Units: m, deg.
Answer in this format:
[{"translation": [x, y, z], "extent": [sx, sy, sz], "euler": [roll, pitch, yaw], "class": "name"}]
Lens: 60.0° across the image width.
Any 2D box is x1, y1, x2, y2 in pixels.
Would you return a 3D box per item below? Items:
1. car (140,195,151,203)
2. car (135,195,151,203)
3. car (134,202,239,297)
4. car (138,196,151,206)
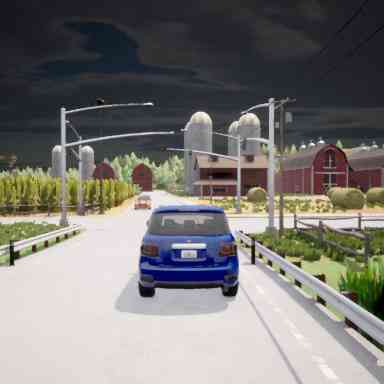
[{"translation": [-8.849, 1.229, 63.121], "extent": [1.994, 1.385, 4.181], "euler": [0, 1, -7], "class": "car"}, {"translation": [-6.390, 1.333, 43.495], "extent": [2.097, 1.767, 4.553], "euler": [0, 1, -7], "class": "car"}, {"translation": [-0.109, 1.364, 9.040], "extent": [2.150, 2.045, 5.566], "euler": [0, -2, -1], "class": "car"}, {"translation": [-7.601, 1.389, 53.157], "extent": [1.994, 1.385, 4.181], "euler": [0, 1, -8], "class": "car"}]
